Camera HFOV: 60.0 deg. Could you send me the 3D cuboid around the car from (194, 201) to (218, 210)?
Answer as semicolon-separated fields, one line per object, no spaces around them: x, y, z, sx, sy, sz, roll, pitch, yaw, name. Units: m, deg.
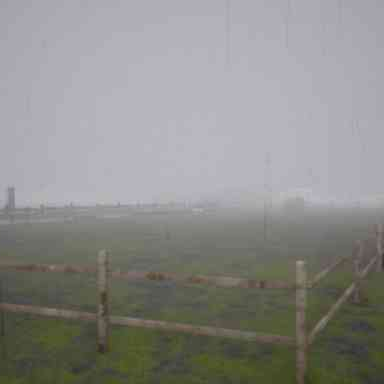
2.568;2.284;58.031;2.033;1.411;5.357;0;-1;36;car
